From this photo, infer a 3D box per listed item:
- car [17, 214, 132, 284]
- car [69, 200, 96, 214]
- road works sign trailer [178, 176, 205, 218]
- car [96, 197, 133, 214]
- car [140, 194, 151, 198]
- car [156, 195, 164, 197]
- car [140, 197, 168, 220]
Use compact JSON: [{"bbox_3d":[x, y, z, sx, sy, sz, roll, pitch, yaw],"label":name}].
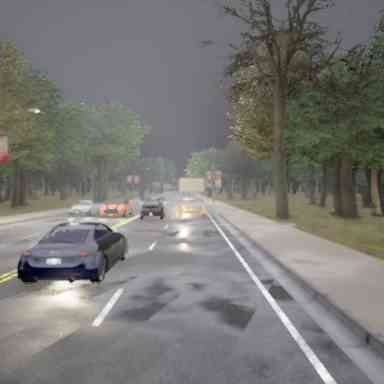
[{"bbox_3d":[-3.147,1.544,9.578,1.994,1.385,4.181,0,0,0],"label":"car"},{"bbox_3d":[-9.865,1.464,30.946,1.812,1.442,4.674,0,0,0],"label":"car"},{"bbox_3d":[-0.015,0.406,29.281,2.380,3.560,2.880,0,0,0],"label":"road works sign trailer"},{"bbox_3d":[-6.613,1.294,29.400,2.097,1.767,4.553,0,0,0],"label":"car"},{"bbox_3d":[-9.941,1.155,71.606,2.097,1.767,4.553,0,0,0],"label":"car"},{"bbox_3d":[-6.679,1.352,69.726,2.033,1.411,5.357,0,0,0],"label":"car"},{"bbox_3d":[-3.165,1.449,27.943,1.837,1.490,4.892,0,0,0],"label":"car"}]
